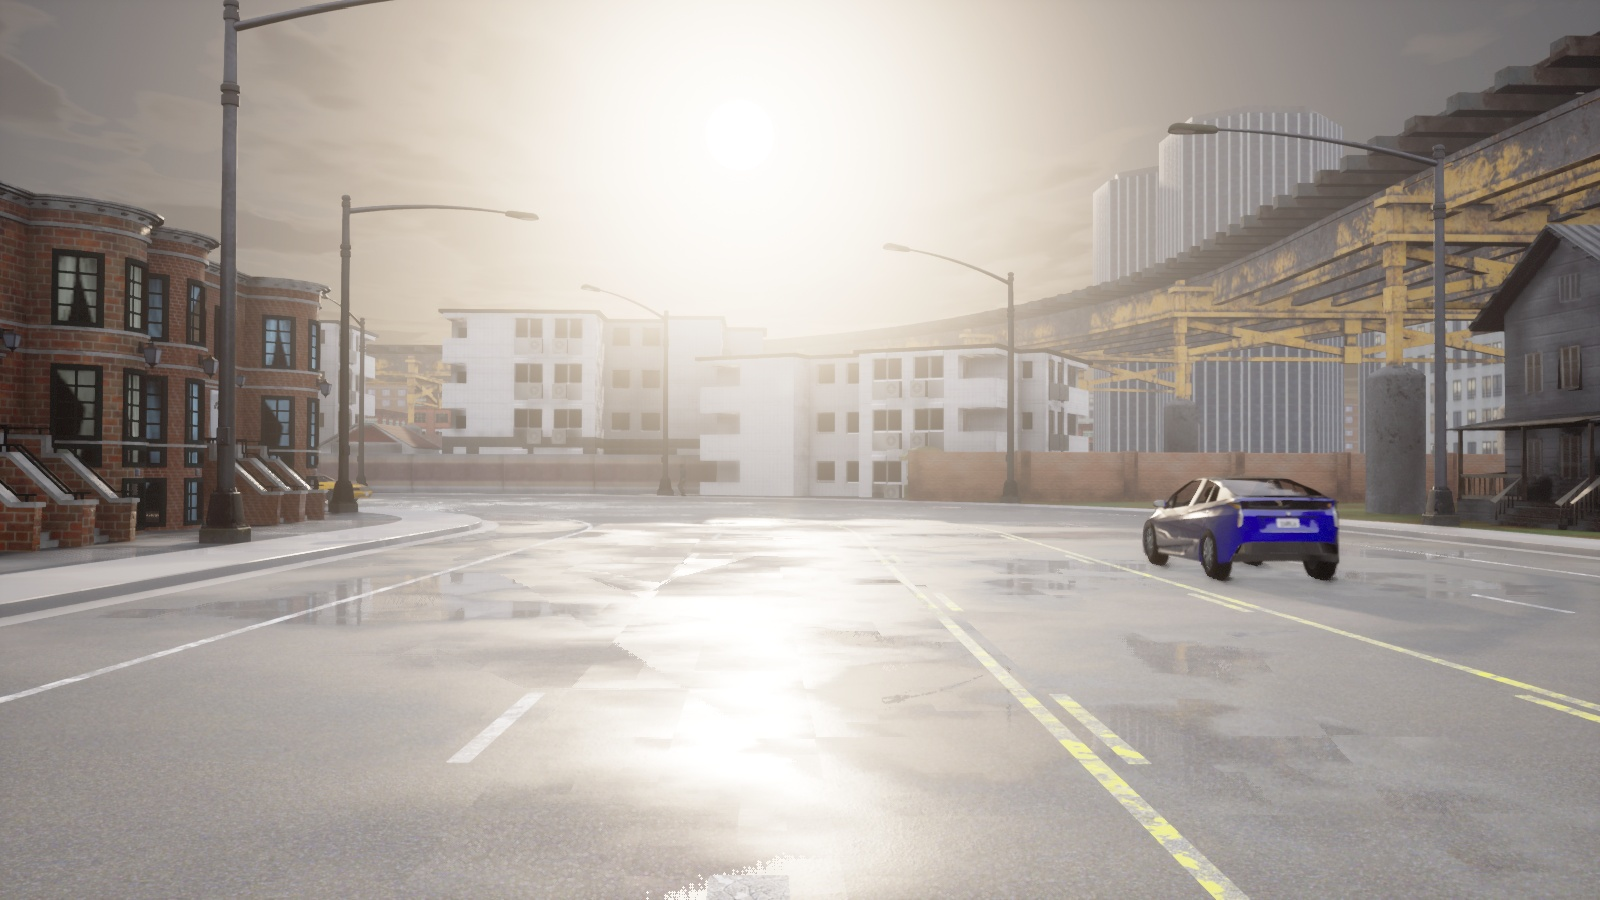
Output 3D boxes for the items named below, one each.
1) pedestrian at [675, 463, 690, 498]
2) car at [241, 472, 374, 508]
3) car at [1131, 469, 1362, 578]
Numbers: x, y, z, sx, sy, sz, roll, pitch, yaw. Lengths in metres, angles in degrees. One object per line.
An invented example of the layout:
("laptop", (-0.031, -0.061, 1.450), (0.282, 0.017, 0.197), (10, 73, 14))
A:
("pedestrian", (-6.297, 1.621, 67.223), (0.726, 1.835, 0.370), (-1, -1, 22))
("car", (-22.060, 1.786, 56.335), (5.366, 1.575, 1.801), (0, -1, 7))
("car", (6.860, 1.067, 19.876), (2.007, 1.525, 4.514), (0, -1, 0))
